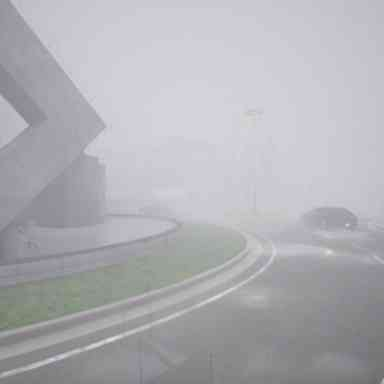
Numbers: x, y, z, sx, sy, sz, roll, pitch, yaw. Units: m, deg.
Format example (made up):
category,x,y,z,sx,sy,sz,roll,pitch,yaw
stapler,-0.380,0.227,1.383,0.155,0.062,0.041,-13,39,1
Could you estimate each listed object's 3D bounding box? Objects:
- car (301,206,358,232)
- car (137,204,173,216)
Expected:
category,x,y,z,sx,sy,sz,roll,pitch,yaw
car,8.821,1.689,21.756,1.837,1.490,4.892,0,-1,-5
car,-4.349,2.083,39.272,4.181,1.385,1.994,-1,-1,26
